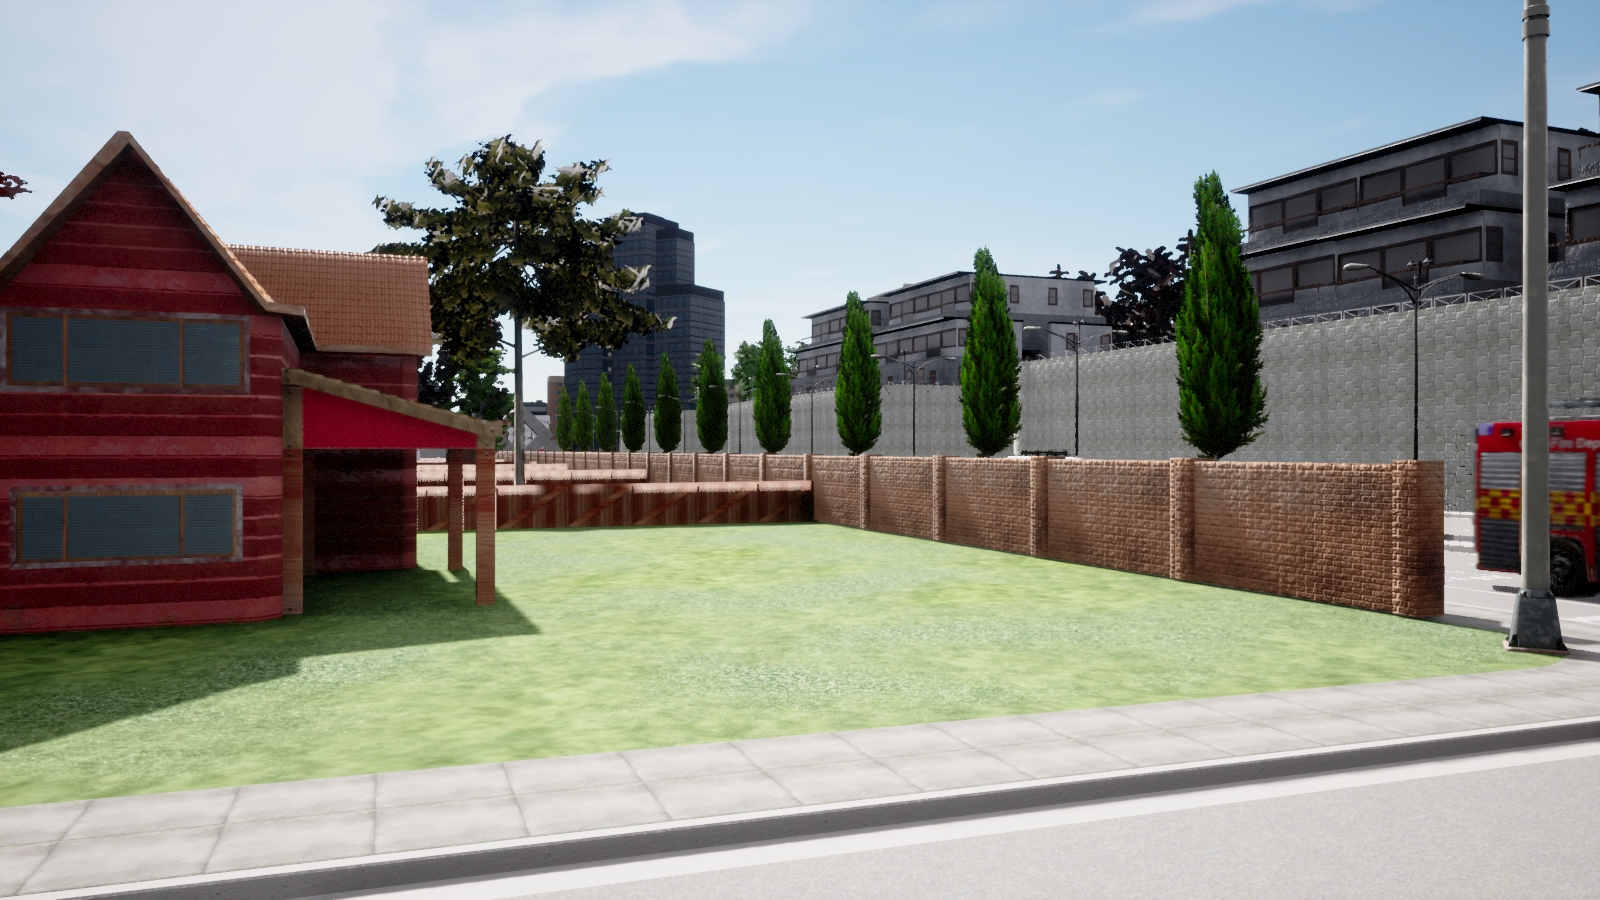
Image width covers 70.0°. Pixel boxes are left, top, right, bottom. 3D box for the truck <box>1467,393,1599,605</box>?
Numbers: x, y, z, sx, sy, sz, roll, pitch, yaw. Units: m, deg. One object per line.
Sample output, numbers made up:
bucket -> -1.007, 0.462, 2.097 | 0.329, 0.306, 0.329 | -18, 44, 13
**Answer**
truck -> 16.394, 0.890, 19.756 | 2.891, 3.827, 8.468 | 0, 0, -20
